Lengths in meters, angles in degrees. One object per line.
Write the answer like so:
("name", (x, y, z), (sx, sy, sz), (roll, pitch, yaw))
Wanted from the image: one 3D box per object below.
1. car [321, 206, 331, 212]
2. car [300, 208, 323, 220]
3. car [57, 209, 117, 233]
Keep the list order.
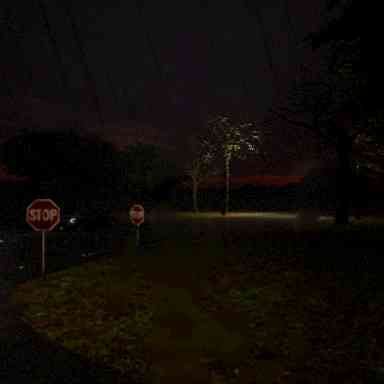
("car", (33.619, 4.280, 83.862), (2.033, 1.411, 5.357), (1, -1, 36))
("car", (17.589, 3.391, 49.664), (1.994, 1.385, 4.181), (1, -1, 34))
("car", (-8.078, 2.101, 25.789), (2.097, 1.767, 4.553), (1, -1, 36))
